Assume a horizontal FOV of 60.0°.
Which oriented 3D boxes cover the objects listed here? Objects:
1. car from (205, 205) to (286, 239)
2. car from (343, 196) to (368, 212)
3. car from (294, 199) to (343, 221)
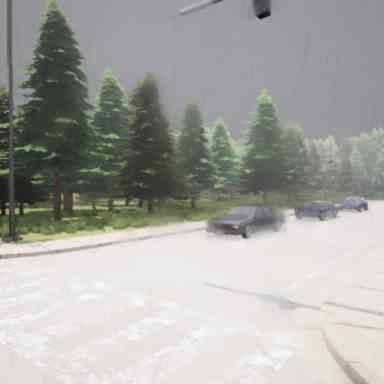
[{"bbox_3d":[2.905,1.378,16.770,2.033,1.411,5.357,0,1,40],"label":"car"},{"bbox_3d":[15.621,1.117,32.111,1.812,1.442,4.674,0,1,40],"label":"car"},{"bbox_3d":[9.187,1.313,24.360,1.895,1.301,4.718,0,1,40],"label":"car"}]
